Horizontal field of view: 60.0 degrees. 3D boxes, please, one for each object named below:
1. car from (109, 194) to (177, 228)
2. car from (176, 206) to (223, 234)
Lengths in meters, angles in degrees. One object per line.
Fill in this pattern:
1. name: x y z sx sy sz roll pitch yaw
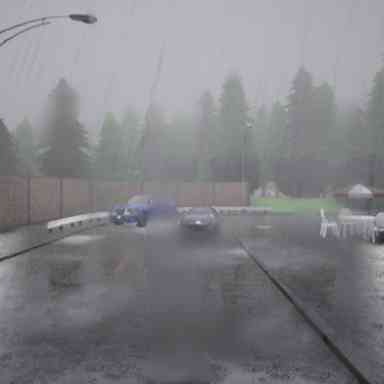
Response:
1. car: -3.086 1.155 22.283 2.150 2.045 5.566 -1 0 28
2. car: 0.617 1.507 18.856 1.994 1.385 4.181 0 0 8
